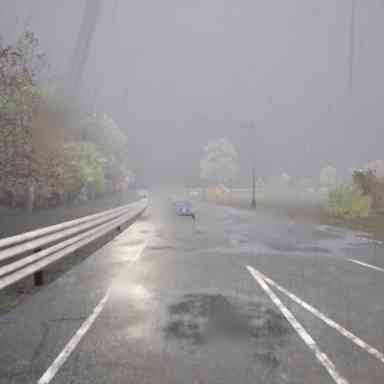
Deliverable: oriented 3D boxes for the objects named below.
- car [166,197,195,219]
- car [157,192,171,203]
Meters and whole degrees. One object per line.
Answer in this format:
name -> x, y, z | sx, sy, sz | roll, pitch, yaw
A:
car -> -0.791, 1.392, 26.906 | 2.033, 1.411, 5.357 | 0, 0, -5
car -> -4.530, 1.200, 58.683 | 1.895, 1.301, 4.718 | 0, 0, -10
